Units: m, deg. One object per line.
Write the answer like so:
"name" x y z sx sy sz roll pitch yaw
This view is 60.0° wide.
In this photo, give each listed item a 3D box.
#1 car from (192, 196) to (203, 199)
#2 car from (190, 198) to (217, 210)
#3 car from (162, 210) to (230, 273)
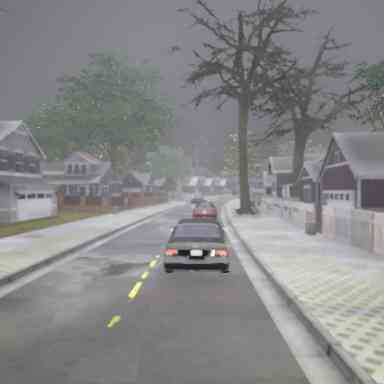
"car" 0.960 1.345 53.787 2.033 1.411 5.357 0 0 8
"car" 1.136 1.494 27.990 1.994 1.385 4.181 0 0 5
"car" 0.200 1.528 10.619 2.033 1.411 5.357 0 0 2
